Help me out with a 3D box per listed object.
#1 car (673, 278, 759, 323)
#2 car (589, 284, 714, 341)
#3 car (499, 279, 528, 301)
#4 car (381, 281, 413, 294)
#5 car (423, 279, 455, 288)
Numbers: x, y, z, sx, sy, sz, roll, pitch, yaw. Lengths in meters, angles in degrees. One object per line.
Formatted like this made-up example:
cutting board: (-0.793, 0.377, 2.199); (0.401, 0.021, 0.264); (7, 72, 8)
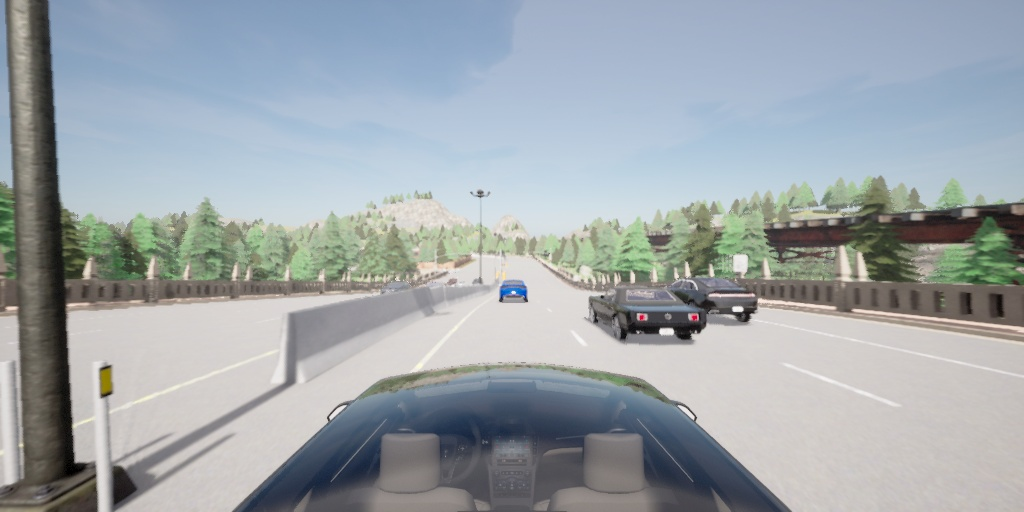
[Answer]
car: (7.101, 1.581, 13.700); (2.128, 1.511, 4.902); (0, -3, 0)
car: (3.601, 1.547, 10.569); (1.895, 1.301, 4.718); (0, -2, 0)
car: (0.102, 2.419, 25.763); (1.882, 1.535, 5.008); (0, -5, 0)
car: (-10.589, 3.073, 33.436); (1.812, 1.442, 4.674); (0, -5, 0)
car: (-7.089, 3.105, 33.561); (2.033, 1.411, 5.357); (0, -5, 0)
